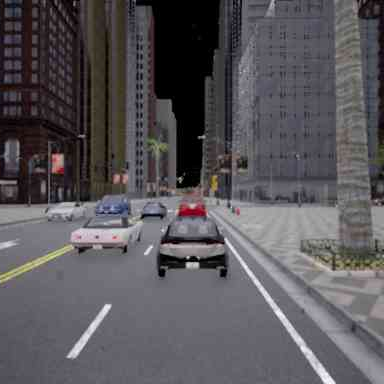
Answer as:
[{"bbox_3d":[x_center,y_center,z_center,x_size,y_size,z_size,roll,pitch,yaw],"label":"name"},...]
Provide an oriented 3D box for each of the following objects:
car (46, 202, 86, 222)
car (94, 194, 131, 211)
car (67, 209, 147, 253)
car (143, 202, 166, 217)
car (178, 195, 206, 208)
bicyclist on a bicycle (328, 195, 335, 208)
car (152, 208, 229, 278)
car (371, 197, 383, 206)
[{"bbox_3d":[-9.918,1.532,26.616,1.812,1.442,4.674,0,0,0],"label":"car"},{"bbox_3d":[-6.670,1.232,28.675,2.150,2.045,5.566,0,0,0],"label":"car"},{"bbox_3d":[-3.208,1.586,13.562,1.895,1.301,4.718,0,0,0],"label":"car"},{"bbox_3d":[-3.255,1.578,29.151,1.994,1.385,4.181,0,0,0],"label":"car"},{"bbox_3d":[0.005,1.231,27.526,2.150,2.045,5.566,0,0,-1],"label":"car"},{"bbox_3d":[18.264,1.254,43.676,0.582,1.620,1.656,0,-1,-1],"label":"bicyclist on a bicycle"},{"bbox_3d":[0.034,1.478,10.111,2.128,1.511,4.902,0,0,1],"label":"car"},{"bbox_3d":[31.936,1.496,55.418,4.097,1.590,1.967,0,-1,-1],"label":"car"}]
